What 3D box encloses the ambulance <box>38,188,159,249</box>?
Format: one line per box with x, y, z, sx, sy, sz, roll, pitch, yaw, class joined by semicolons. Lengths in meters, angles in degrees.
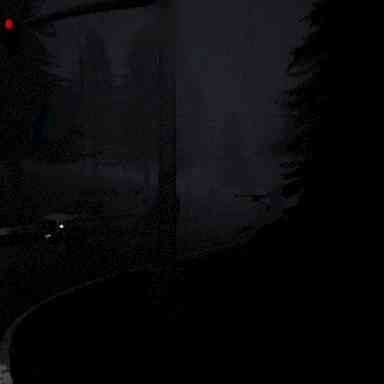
-3.809;1.034;15.566;2.351;2.431;6.366;0;0;36;ambulance
